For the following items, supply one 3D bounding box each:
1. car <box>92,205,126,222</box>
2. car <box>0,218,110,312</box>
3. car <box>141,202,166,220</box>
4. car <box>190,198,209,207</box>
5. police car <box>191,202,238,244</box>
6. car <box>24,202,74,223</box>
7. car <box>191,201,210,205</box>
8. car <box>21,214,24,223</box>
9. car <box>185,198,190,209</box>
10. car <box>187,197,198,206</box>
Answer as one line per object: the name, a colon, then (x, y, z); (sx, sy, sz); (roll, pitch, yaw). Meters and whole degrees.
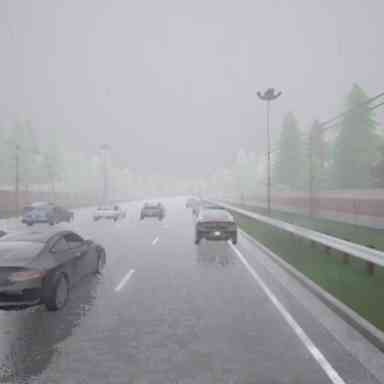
car: (-6.896, 1.764, 28.235); (1.895, 1.301, 4.718); (0, 0, 0)
car: (-3.412, 1.571, 7.698); (1.812, 1.442, 4.674); (0, 0, 0)
car: (-3.397, 1.663, 29.732); (2.128, 1.511, 4.902); (0, 0, 0)
car: (1.053, 1.538, 32.244); (2.097, 1.767, 4.553); (0, 0, 0)
police car: (1.052, 1.520, 16.384); (1.930, 1.638, 5.238); (0, 0, 0)
car: (-10.397, 1.688, 24.367); (2.033, 1.411, 5.357); (0, 0, 0)
car: (1.053, 1.678, 26.273); (1.812, 1.442, 4.674); (0, 0, 0)
car: (-6.898, 1.405, 9.117); (2.097, 1.767, 4.553); (0, 0, 0)
car: (0.008, 1.791, 51.947); (2.128, 1.511, 4.902); (0, 0, 0)
car: (0.010, 1.882, 66.947); (2.128, 1.511, 4.902); (0, 0, 0)
